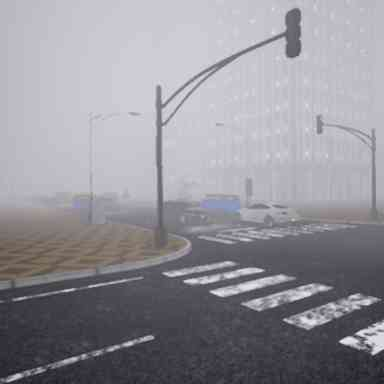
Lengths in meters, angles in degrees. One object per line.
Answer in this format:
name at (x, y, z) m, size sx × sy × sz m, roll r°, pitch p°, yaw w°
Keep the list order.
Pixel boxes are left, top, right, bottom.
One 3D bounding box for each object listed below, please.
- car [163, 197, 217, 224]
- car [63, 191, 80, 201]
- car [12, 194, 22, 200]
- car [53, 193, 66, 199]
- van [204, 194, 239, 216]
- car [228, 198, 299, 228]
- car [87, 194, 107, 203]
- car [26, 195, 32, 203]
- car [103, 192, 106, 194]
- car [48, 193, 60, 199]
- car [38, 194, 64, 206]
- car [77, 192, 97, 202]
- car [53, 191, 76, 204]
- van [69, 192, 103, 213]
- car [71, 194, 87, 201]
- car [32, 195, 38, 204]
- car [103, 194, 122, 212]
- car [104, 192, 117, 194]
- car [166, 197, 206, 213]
car at (-0.688, 1.340, 23.259) m, size 1.837 × 1.490 × 4.892 m, roll -1°, pitch 1°, yaw -34°
car at (-25.557, 0.802, 70.373) m, size 2.192 × 1.841 × 5.009 m, roll -1°, pitch 1°, yaw -34°
car at (-41.806, 1.109, 79.446) m, size 1.802 × 1.307 × 4.206 m, roll -1°, pitch 1°, yaw -34°
car at (-31.762, 0.981, 79.552) m, size 2.008 × 1.369 × 4.403 m, roll -1°, pitch 1°, yaw -34°
van at (2.464, 1.074, 29.144) m, size 1.690 × 1.788 × 3.998 m, roll -1°, pitch 1°, yaw -34°
car at (4.597, 1.338, 20.991) m, size 1.812 × 1.442 × 4.674 m, roll -1°, pitch 1°, yaw -31°
car at (-16.246, 1.115, 56.609) m, size 1.887 × 1.381 × 4.507 m, roll -1°, pitch 1°, yaw -34°
car at (-29.393, 1.221, 61.093) m, size 1.802 × 1.307 × 4.206 m, roll -1°, pitch 1°, yaw -34°
car at (-14.983, 1.166, 50.024) m, size 1.812 × 1.442 × 4.674 m, roll -1°, pitch 1°, yaw -34°
car at (-34.960, 0.927, 84.281) m, size 1.752 × 1.417 × 4.829 m, roll -1°, pitch 1°, yaw -34°
car at (-20.084, 1.288, 47.327) m, size 1.947 × 1.339 × 4.313 m, roll -1°, pitch 1°, yaw -34°
car at (-19.351, 0.858, 61.196) m, size 2.192 × 1.841 × 5.009 m, roll -1°, pitch 1°, yaw -34°
car at (-19.880, 0.982, 51.814) m, size 2.150 × 2.045 × 5.566 m, roll -1°, pitch 1°, yaw -34°
van at (-10.775, 1.145, 33.560) m, size 1.690 × 1.788 × 3.998 m, roll -1°, pitch 1°, yaw -34°
car at (-22.452, 1.081, 65.787) m, size 1.947 × 1.339 × 4.313 m, roll -1°, pitch 1°, yaw -34°
car at (-23.187, 1.245, 51.914) m, size 2.008 × 1.369 × 4.403 m, roll -1°, pitch 1°, yaw -34°
car at (-9.187, 1.287, 35.836) m, size 1.812 × 1.442 × 4.674 m, roll -1°, pitch 1°, yaw -34°
car at (-13.144, 0.913, 52.018) m, size 2.192 × 1.841 × 5.009 m, roll -1°, pitch 1°, yaw -34°
car at (-0.712, 1.252, 33.683) m, size 1.887 × 1.381 × 4.507 m, roll -1°, pitch 1°, yaw -34°
